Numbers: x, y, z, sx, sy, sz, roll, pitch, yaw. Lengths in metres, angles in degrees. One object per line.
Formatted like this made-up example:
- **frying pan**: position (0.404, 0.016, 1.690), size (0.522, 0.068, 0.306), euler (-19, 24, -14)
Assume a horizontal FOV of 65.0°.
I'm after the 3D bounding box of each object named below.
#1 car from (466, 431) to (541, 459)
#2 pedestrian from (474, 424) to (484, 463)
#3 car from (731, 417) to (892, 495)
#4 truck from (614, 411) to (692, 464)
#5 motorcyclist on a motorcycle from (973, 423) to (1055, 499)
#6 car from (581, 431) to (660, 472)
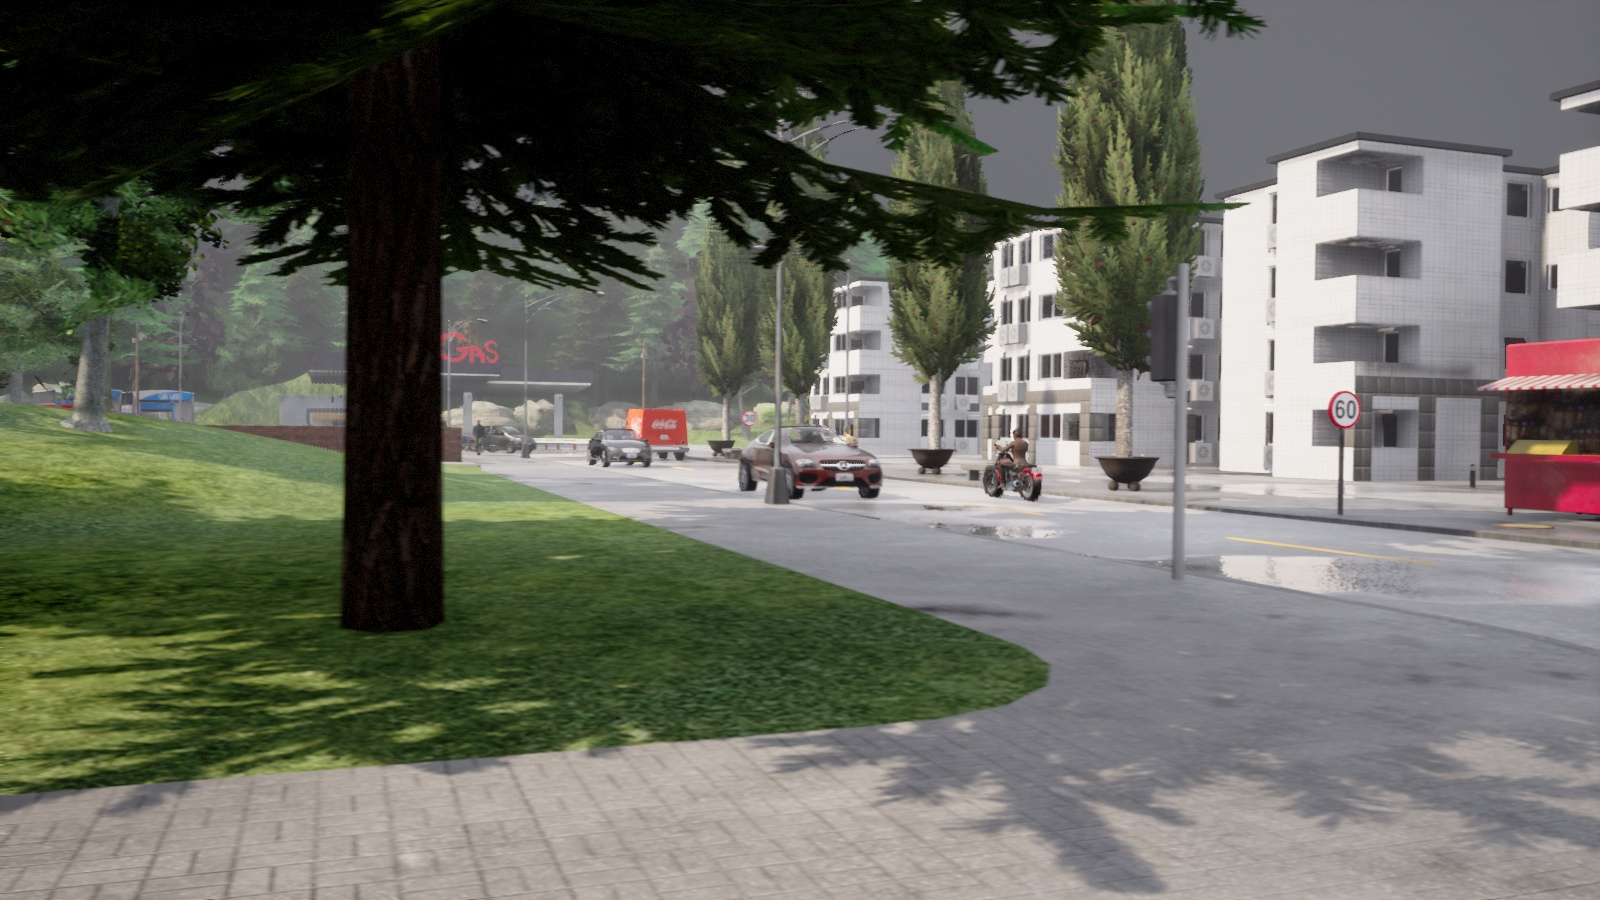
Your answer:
- **car**: position (-17.091, -0.293, 72.404), size (3.988, 1.617, 1.851), euler (0, 1, 28)
- **pedestrian**: position (-15.391, -0.304, 60.229), size (0.402, 1.842, 0.726), euler (-1, 1, -15)
- **car**: position (0.155, 0.093, 29.704), size (2.152, 1.651, 5.027), euler (-1, 1, -20)
- **truck**: position (-7.263, -0.609, 61.560), size (2.627, 2.467, 5.204), euler (-1, 1, -20)
- **motorcyclist on a motorcycle**: position (4.835, 0.233, 28.578), size (0.766, 1.649, 2.350), euler (-1, 1, -20)
- **car**: position (-7.158, 0.026, 49.668), size (2.128, 1.511, 4.902), euler (-1, 1, -20)
